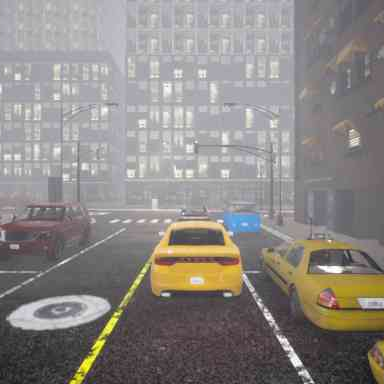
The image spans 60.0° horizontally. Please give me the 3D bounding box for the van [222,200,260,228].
[{"bbox_3d":[2.588,1.346,18.088,1.690,1.788,3.998,0,0,0],"label":"van"}]

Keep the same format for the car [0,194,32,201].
[{"bbox_3d":[-20.833,1.112,38.090,5.009,1.841,2.192,1,-1,0],"label":"car"}]

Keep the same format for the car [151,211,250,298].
[{"bbox_3d":[0.108,1.479,8.588,1.882,1.535,5.008,0,0,0],"label":"car"}]

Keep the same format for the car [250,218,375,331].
[{"bbox_3d":[2.576,1.527,6.977,1.752,1.417,4.829,0,0,0],"label":"car"}]

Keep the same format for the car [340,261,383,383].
[{"bbox_3d":[2.570,1.526,1.337,1.752,1.417,4.829,0,0,0],"label":"car"}]

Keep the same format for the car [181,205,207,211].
[{"bbox_3d":[0.125,1.497,19.059,2.128,1.511,4.902,0,0,0],"label":"car"}]

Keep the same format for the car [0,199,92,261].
[{"bbox_3d":[-5.298,1.318,12.457,2.192,1.841,5.009,0,0,0],"label":"car"}]
